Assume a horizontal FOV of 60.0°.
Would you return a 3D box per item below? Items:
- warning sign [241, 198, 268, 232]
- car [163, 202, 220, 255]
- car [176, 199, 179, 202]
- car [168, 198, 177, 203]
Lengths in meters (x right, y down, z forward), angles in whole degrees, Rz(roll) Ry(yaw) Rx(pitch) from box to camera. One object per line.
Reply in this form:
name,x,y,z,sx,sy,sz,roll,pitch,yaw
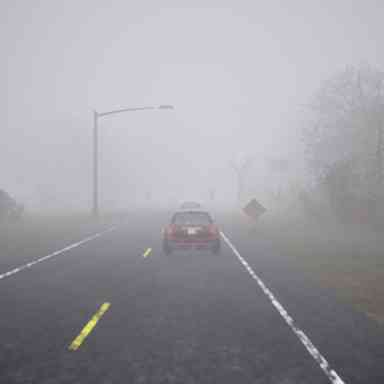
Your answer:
warning sign,3.541,1.292,18.982,1.300,1.860,1.060,1,1,0
car,-0.013,1.482,14.076,2.097,1.767,4.553,0,-1,0
car,-0.071,1.621,29.080,2.097,1.767,4.553,0,-1,0
car,-3.992,2.028,71.821,2.097,1.767,4.553,0,-1,-1
